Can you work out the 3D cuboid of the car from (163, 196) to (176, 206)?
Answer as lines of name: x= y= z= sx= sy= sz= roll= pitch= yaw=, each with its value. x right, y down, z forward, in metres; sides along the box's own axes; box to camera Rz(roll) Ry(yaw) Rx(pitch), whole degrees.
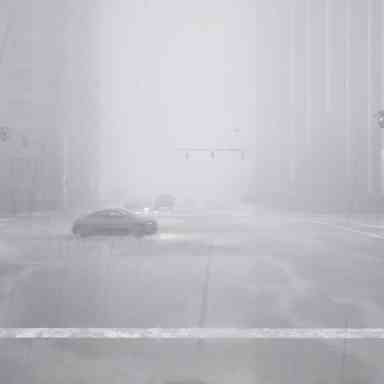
car: x=-3.636 y=1.477 z=54.342 sx=1.882 sy=1.535 sz=5.008 roll=0 pitch=0 yaw=0

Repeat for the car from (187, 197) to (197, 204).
car: x=-0.067 y=1.601 z=65.539 sx=1.895 sy=1.301 sz=4.718 roll=0 pitch=0 yaw=0

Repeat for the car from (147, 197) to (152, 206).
car: x=-7.139 y=1.491 z=50.739 sx=2.128 sy=1.511 sz=4.902 roll=0 pitch=0 yaw=0

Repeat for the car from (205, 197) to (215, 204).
car: x=3.433 y=1.601 z=65.003 sx=1.895 sy=1.301 sz=4.718 roll=0 pitch=0 yaw=0

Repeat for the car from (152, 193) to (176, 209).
car: x=-3.644 y=1.221 z=44.346 sx=2.150 sy=2.045 sz=5.566 roll=0 pitch=0 yaw=0

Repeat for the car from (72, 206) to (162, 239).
car: x=-3.853 y=1.564 z=16.891 sx=4.181 sy=1.385 sz=1.994 roll=0 pitch=0 yaw=-1

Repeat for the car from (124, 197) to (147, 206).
car: x=-7.141 y=1.477 z=41.252 sx=1.882 sy=1.535 sz=5.008 roll=0 pitch=0 yaw=0
